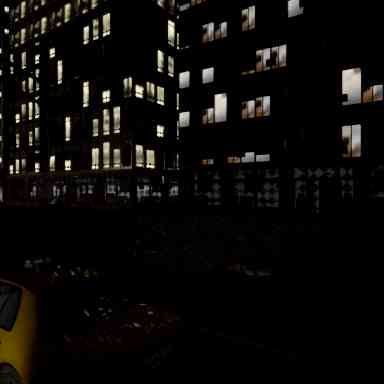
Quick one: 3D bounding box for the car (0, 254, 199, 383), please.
[{"bbox_3d":[-2.208,1.525,4.445,4.829,1.417,1.752,0,0,36],"label":"car"}]
